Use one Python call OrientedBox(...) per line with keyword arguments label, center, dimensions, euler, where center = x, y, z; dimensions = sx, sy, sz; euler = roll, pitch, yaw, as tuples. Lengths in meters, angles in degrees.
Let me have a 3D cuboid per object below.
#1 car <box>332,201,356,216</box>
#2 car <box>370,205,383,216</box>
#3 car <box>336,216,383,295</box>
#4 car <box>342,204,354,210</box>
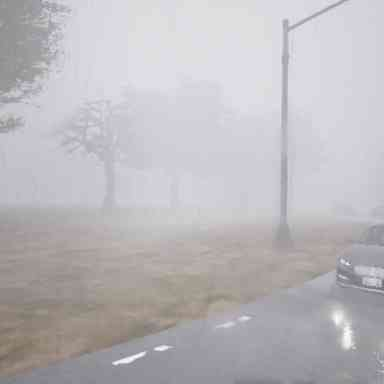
OrientedBox(label="car", center=(20.981, 2.245, 46.142), dimensions=(2.150, 2.045, 5.566), euler=(1, -1, 11))
OrientedBox(label="car", center=(24.373, 2.382, 42.217), dimensions=(2.097, 1.767, 4.553), euler=(1, -1, 9))
OrientedBox(label="car", center=(5.350, 1.607, 8.623), dimensions=(2.128, 1.511, 4.902), euler=(0, 0, 43))
OrientedBox(label="car", center=(36.284, 3.502, 77.194), dimensions=(1.895, 1.301, 4.718), euler=(1, -1, 34))
